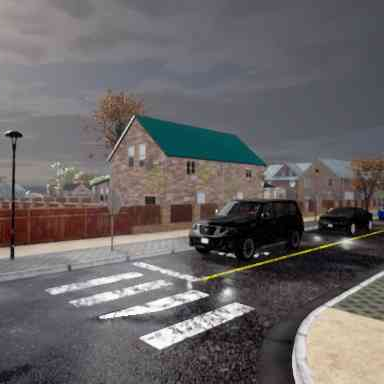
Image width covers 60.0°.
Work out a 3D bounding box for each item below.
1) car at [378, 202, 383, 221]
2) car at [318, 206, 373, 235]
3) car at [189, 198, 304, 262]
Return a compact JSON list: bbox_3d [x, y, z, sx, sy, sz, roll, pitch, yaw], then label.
[{"bbox_3d":[18.248,1.465,29.327,2.150,2.045,5.566,1,1,44],"label":"car"},{"bbox_3d":[9.421,1.625,20.275,1.882,1.535,5.008,1,0,44],"label":"car"},{"bbox_3d":[2.357,1.289,13.006,2.150,2.045,5.566,1,0,44],"label":"car"}]
